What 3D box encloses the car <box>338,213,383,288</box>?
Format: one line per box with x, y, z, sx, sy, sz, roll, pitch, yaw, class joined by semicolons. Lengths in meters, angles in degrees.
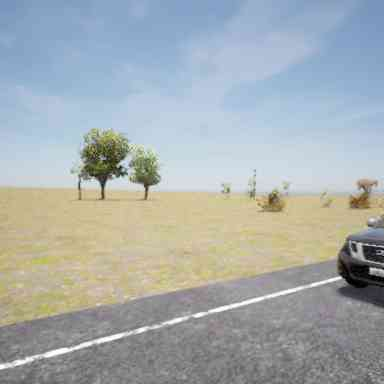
5.954;1.257;8.241;5.566;2.045;2.150;0;0;-36;car
